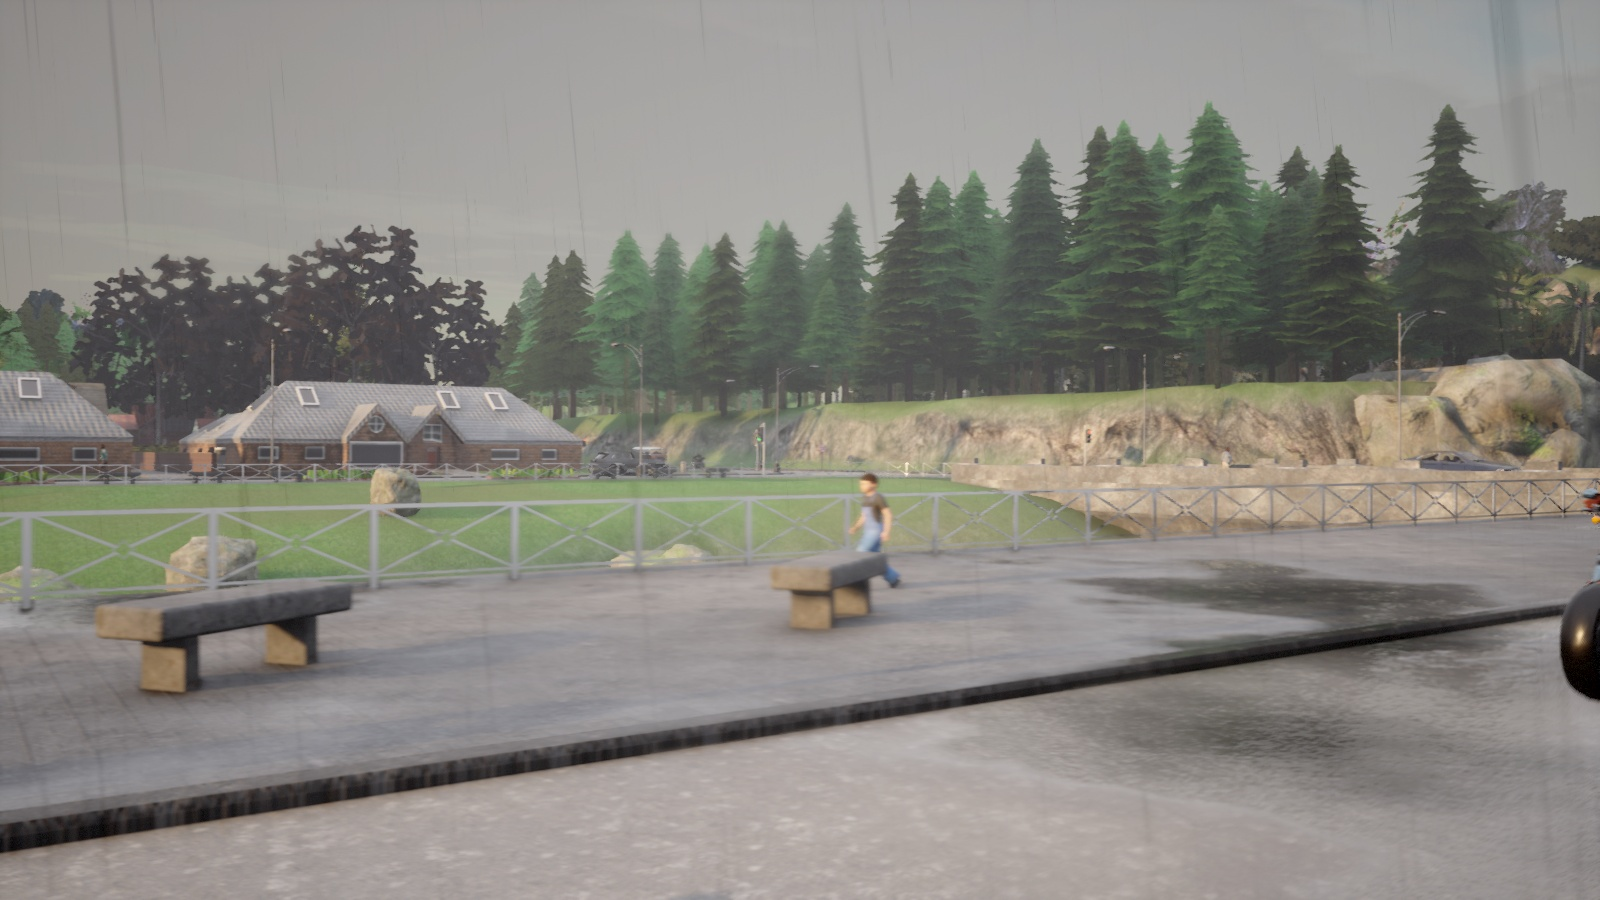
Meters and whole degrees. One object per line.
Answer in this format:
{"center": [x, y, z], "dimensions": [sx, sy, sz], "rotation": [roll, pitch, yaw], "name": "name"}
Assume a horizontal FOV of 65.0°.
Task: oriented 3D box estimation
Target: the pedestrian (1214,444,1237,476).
{"center": [24.742, 0.581, 72.995], "dimensions": [0.874, 1.855, 0.900], "rotation": [0, 0, -34], "name": "pedestrian"}

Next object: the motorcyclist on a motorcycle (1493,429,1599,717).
{"center": [5.435, 0.703, 8.053], "dimensions": [2.350, 1.649, 0.766], "rotation": [0, 0, -35], "name": "motorcyclist on a motorcycle"}

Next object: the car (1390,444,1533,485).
{"center": [28.353, 0.596, 53.975], "dimensions": [2.152, 1.651, 5.027], "rotation": [0, 0, -35], "name": "car"}

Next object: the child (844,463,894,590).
{"center": [0.695, 0.764, 12.735], "dimensions": [0.437, 1.263, 0.270], "rotation": [0, 0, -18], "name": "child"}

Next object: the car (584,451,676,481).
{"center": [-9.787, 0.875, 72.572], "dimensions": [4.856, 1.649, 2.033], "rotation": [-1, 0, -35], "name": "car"}

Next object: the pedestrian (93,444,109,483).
{"center": [-35.436, 0.686, 63.676], "dimensions": [0.692, 1.930, 0.396], "rotation": [0, 0, -34], "name": "pedestrian"}
